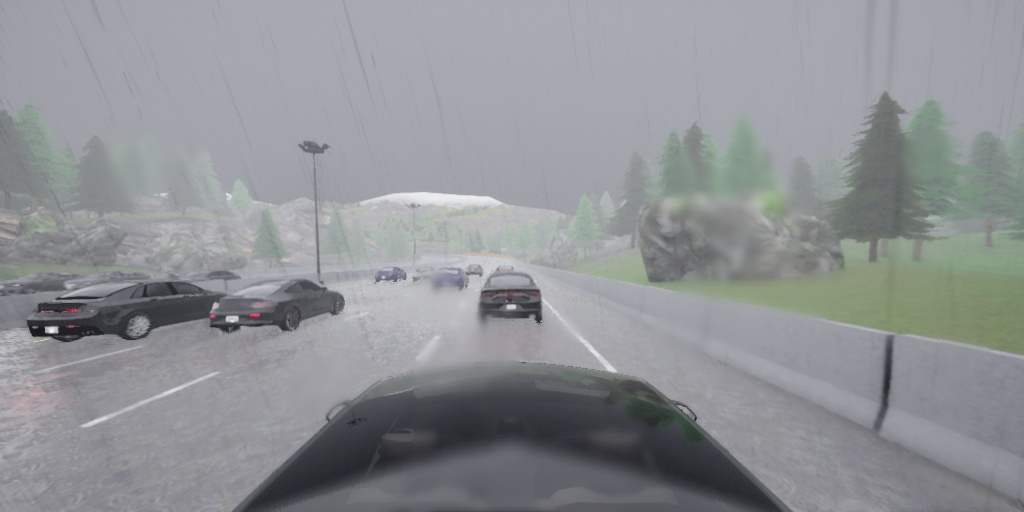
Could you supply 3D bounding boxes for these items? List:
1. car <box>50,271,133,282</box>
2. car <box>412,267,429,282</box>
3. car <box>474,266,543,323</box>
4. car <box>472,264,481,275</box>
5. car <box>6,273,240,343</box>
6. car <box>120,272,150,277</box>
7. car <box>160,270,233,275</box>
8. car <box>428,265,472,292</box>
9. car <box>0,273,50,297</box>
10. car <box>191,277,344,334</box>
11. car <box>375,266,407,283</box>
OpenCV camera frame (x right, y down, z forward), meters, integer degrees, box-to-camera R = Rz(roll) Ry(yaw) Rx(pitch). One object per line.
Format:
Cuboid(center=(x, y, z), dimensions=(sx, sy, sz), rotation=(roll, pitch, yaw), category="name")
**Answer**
Cuboid(center=(-28.607, 1.839, 25.583), dimensions=(2.128, 1.511, 4.902), rotation=(-1, -1, -1), category="car")
Cuboid(center=(-7.587, 1.690, 32.673), dimensions=(1.895, 1.301, 4.718), rotation=(-1, -1, -1), category="car")
Cuboid(center=(-0.079, 1.268, 12.353), dimensions=(1.882, 1.535, 5.008), rotation=(-1, 0, -1), category="car")
Cuboid(center=(-4.310, 1.675, 41.579), dimensions=(2.033, 1.411, 5.357), rotation=(-1, -1, -1), category="car")
Cuboid(center=(-10.536, 1.448, 10.580), dimensions=(1.837, 1.490, 4.892), rotation=(-1, 0, -1), category="car")
Cuboid(center=(-25.123, 1.901, 26.300), dimensions=(1.895, 1.301, 4.718), rotation=(-1, -1, -1), category="car")
Cuboid(center=(-21.601, 1.740, 25.354), dimensions=(1.837, 1.490, 4.892), rotation=(-1, -1, -1), category="car")
Cuboid(center=(-3.850, 1.460, 23.154), dimensions=(1.812, 1.442, 4.674), rotation=(-1, -1, -1), category="car")
Cuboid(center=(-32.087, 1.885, 24.705), dimensions=(2.128, 1.511, 4.902), rotation=(-1, -1, -1), category="car")
Cuboid(center=(-7.052, 1.419, 11.263), dimensions=(1.812, 1.442, 4.674), rotation=(-1, 0, -1), category="car")
Cuboid(center=(-11.085, 1.673, 33.009), dimensions=(1.812, 1.442, 4.674), rotation=(-1, -1, -1), category="car")
